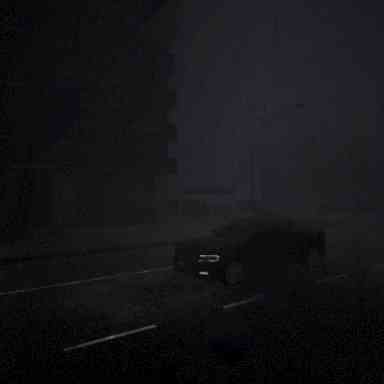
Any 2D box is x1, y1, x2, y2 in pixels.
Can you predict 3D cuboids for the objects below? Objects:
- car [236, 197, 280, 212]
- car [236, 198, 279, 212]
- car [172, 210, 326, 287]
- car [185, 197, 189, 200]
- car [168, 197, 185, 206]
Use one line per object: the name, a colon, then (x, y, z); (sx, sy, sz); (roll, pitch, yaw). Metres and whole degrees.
car: (7.650, 1.436, 38.947); (2.128, 1.511, 4.902); (0, 0, -37)
car: (6.707, 1.436, 34.307); (2.128, 1.511, 4.902); (0, 0, -38)
car: (1.787, 1.477, 9.539); (5.008, 1.535, 1.882); (0, 0, -35)
car: (-1.182, 1.471, 49.832); (4.674, 1.442, 1.812); (1, 0, 41)
car: (-4.045, 1.492, 47.941); (5.357, 1.411, 2.033); (0, 0, 39)
